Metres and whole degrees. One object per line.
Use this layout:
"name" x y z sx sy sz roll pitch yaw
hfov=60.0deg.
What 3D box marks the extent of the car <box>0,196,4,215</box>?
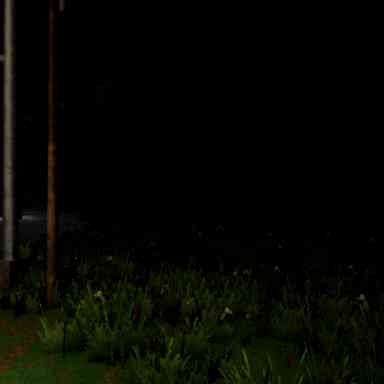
"car" -18.059 1.451 30.871 1.882 1.535 5.008 0 0 -39
